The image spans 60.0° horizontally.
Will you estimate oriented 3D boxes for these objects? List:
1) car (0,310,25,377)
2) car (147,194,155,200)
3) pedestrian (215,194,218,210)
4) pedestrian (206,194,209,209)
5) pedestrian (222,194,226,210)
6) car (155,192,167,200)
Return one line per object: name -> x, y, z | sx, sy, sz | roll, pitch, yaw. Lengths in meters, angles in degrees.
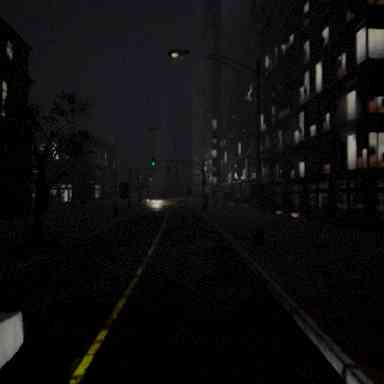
car -> -2.878, 1.602, 1.659 | 1.895, 1.301, 4.718 | 0, 0, 0
car -> -11.551, 1.388, 92.158 | 1.882, 1.535, 5.008 | 0, 0, -10
pedestrian -> 2.897, 1.133, 39.310 | 0.375, 1.860, 0.375 | 1, -1, -5
pedestrian -> 1.805, 1.126, 40.427 | 0.375, 1.860, 0.375 | 1, -1, -5
pedestrian -> 3.846, 1.145, 39.987 | 0.375, 1.860, 0.375 | 1, -1, -5
car -> -7.607, 1.013, 85.905 | 2.150, 2.045, 5.566 | 0, 0, -10
